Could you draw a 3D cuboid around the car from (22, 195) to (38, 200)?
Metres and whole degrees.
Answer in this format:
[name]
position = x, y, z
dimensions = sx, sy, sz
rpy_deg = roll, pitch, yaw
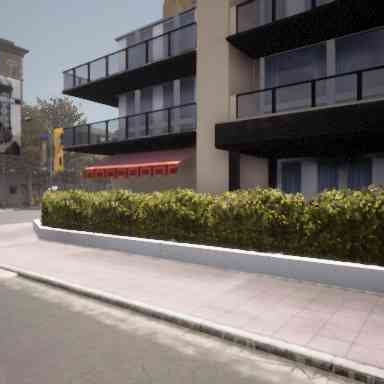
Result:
[car]
position = -34.495, 1.470, 68.404
dimensions = 4.892, 1.521, 2.231
rpy_deg = 0, 0, 37
